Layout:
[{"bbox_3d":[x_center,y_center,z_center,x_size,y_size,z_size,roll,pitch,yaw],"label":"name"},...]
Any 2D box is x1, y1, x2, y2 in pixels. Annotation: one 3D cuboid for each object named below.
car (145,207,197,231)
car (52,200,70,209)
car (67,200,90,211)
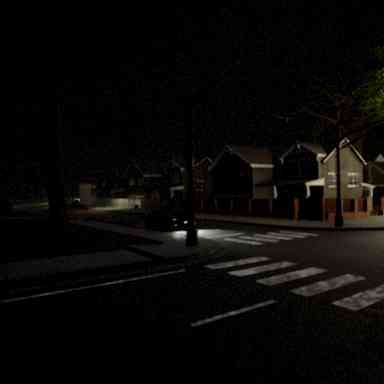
[{"bbox_3d":[-1.497,1.706,22.252,1.994,1.385,4.181,-1,0,-34],"label":"car"},{"bbox_3d":[-22.449,2.106,56.911,1.994,1.385,4.181,-1,0,-35],"label":"car"},{"bbox_3d":[-16.420,1.904,48.419,2.128,1.511,4.902,-1,0,-35],"label":"car"}]
